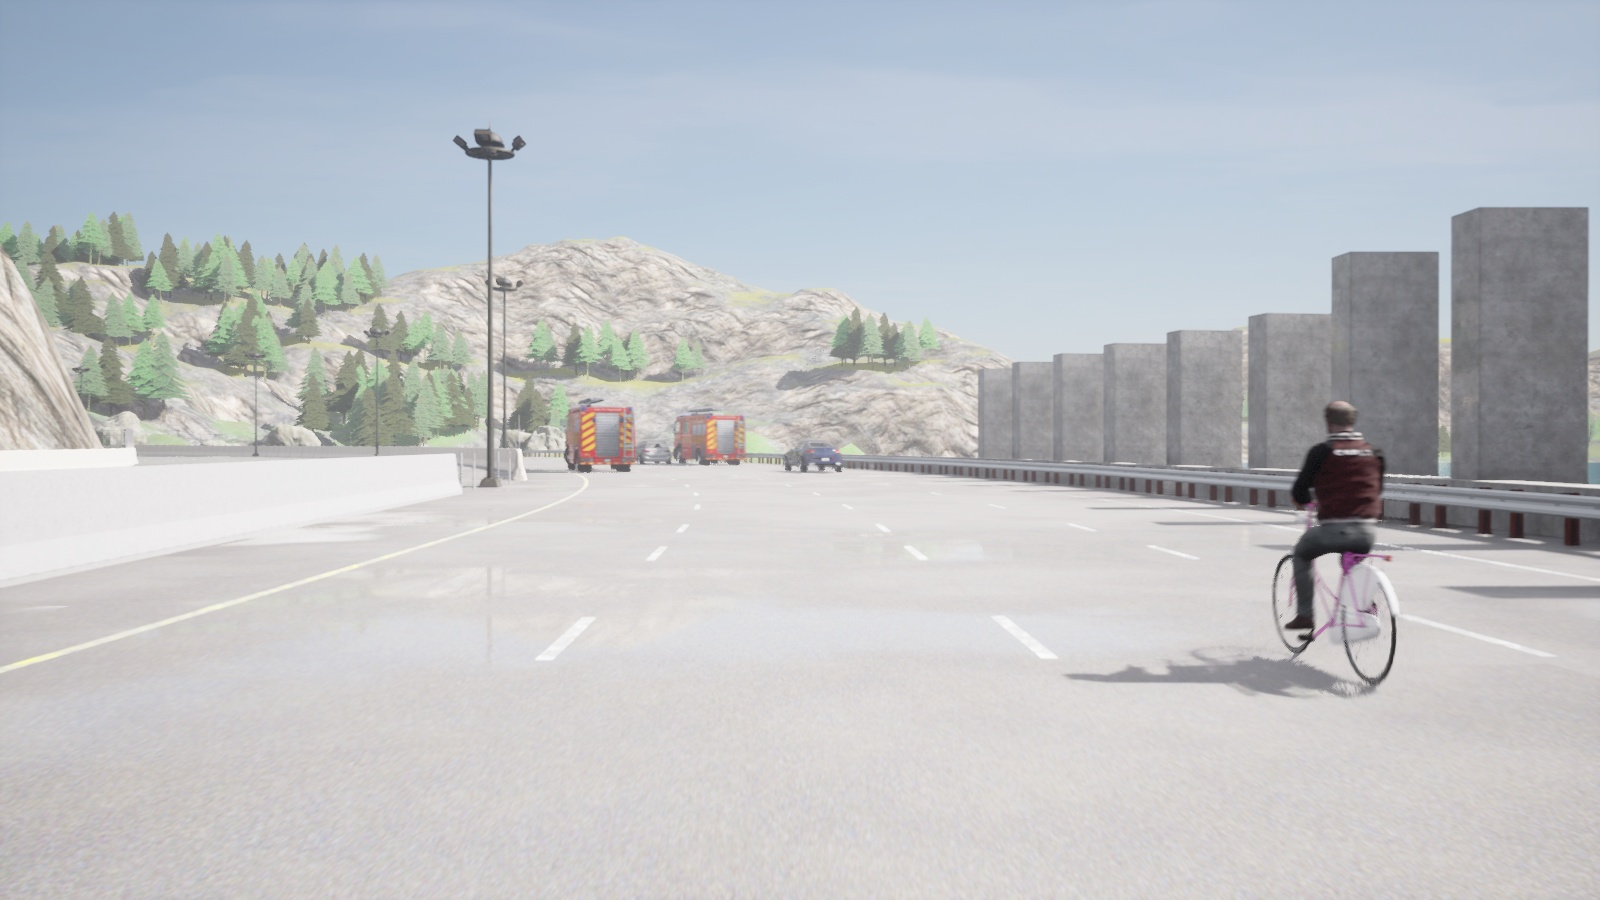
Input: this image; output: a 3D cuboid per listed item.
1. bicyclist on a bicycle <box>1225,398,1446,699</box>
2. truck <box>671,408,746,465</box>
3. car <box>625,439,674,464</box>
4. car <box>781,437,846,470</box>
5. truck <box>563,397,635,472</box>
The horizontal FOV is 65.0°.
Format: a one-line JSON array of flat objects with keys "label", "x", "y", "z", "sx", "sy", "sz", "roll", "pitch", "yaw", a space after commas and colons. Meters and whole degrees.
[{"label": "bicyclist on a bicycle", "x": 3.477, "y": 0.573, "z": 8.338, "sx": 0.659, "sy": 1.776, "sz": 1.843, "roll": 0, "pitch": 1, "yaw": -1}, {"label": "truck", "x": -6.515, "y": -0.917, "z": 87.592, "sx": 2.891, "sy": 3.827, "sz": 8.468, "roll": 0, "pitch": 0, "yaw": -21}, {"label": "car", "x": -10.649, "y": 0.083, "z": 88.528, "sx": 2.242, "sy": 1.667, "sz": 4.611, "roll": 0, "pitch": 0, "yaw": -22}, {"label": "car", "x": 0.639, "y": 0.158, "z": 65.288, "sx": 2.152, "sy": 1.651, "sz": 5.027, "roll": 0, "pitch": 0, "yaw": -14}, {"label": "truck", "x": -11.023, "y": -0.811, "z": 68.203, "sx": 2.891, "sy": 3.827, "sz": 8.468, "roll": 0, "pitch": 0, "yaw": -16}]
